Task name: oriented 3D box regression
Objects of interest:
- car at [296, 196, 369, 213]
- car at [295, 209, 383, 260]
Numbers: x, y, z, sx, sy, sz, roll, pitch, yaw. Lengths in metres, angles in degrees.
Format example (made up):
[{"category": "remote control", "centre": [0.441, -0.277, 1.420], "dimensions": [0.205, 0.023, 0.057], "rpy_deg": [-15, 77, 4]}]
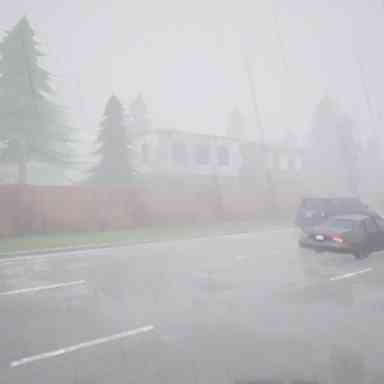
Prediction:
[{"category": "car", "centre": [7.966, 1.251, 18.021], "dimensions": [5.566, 2.045, 2.150], "rpy_deg": [0, 0, -35]}, {"category": "car", "centre": [6.289, 1.568, 12.528], "dimensions": [5.357, 1.411, 2.033], "rpy_deg": [0, 0, -35]}]
